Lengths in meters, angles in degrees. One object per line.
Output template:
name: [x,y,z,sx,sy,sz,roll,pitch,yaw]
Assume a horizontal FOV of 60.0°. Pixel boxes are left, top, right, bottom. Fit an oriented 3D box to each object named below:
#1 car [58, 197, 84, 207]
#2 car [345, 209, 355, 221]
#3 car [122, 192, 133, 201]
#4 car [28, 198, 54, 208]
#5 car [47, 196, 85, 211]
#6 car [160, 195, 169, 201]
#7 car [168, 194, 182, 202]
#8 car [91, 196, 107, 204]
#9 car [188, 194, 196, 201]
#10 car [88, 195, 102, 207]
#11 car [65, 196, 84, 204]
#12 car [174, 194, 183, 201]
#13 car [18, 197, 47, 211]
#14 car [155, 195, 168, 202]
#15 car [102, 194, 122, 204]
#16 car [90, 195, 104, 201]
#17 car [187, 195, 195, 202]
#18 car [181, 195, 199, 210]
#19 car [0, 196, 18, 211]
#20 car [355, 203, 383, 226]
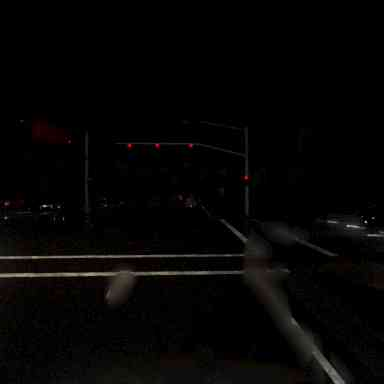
car: [-18.726,1.547,51.695,2.033,1.411,5.357,0,0,0]
car: [13.982,1.526,24.967,4.674,1.442,1.812,0,0,1]
car: [-15.113,1.054,77.345,2.150,2.045,5.566,0,0,1]
car: [-22.222,1.564,49.079,1.994,1.385,4.181,0,0,0]
car: [-15.203,1.491,40.390,2.128,1.511,4.902,0,0,0]
car: [-6.959,1.465,84.616,1.812,1.442,4.674,0,0,1]
car: [-3.648,1.551,74.675,1.994,1.385,4.181,0,0,1]
car: [-18.671,1.501,66.904,1.837,1.490,4.892,0,0,0]
car: [0.039,1.419,84.450,1.882,1.535,5.008,0,0,1]
car: [-15.221,1.564,49.293,1.994,1.385,4.181,0,0,0]
car: [-22.188,1.526,62.874,1.812,1.442,4.674,0,0,0]
car: [-3.460,1.296,84.504,2.097,1.767,4.553,0,0,1]
car: [-18.741,1.547,40.940,2.033,1.411,5.357,0,0,0]
car: [-7.151,1.536,74.255,2.033,1.411,5.357,0,0,1]
car: [-15.208,1.564,62.875,1.994,1.385,4.181,0,0,0]
car: [-22.109,1.405,77.680,1.895,1.301,4.718,0,0,1]
car: [-0.151,1.521,74.270,1.812,1.442,4.674,0,0,1]
car: [-0.112,1.525,43.252,1.812,1.442,4.674,0,0,0]
car: [-22.203,1.352,40.447,2.097,1.767,4.553,0,0,0]
car: [13.892,1.547,21.468,5.357,1.411,2.033,0,0,1]
